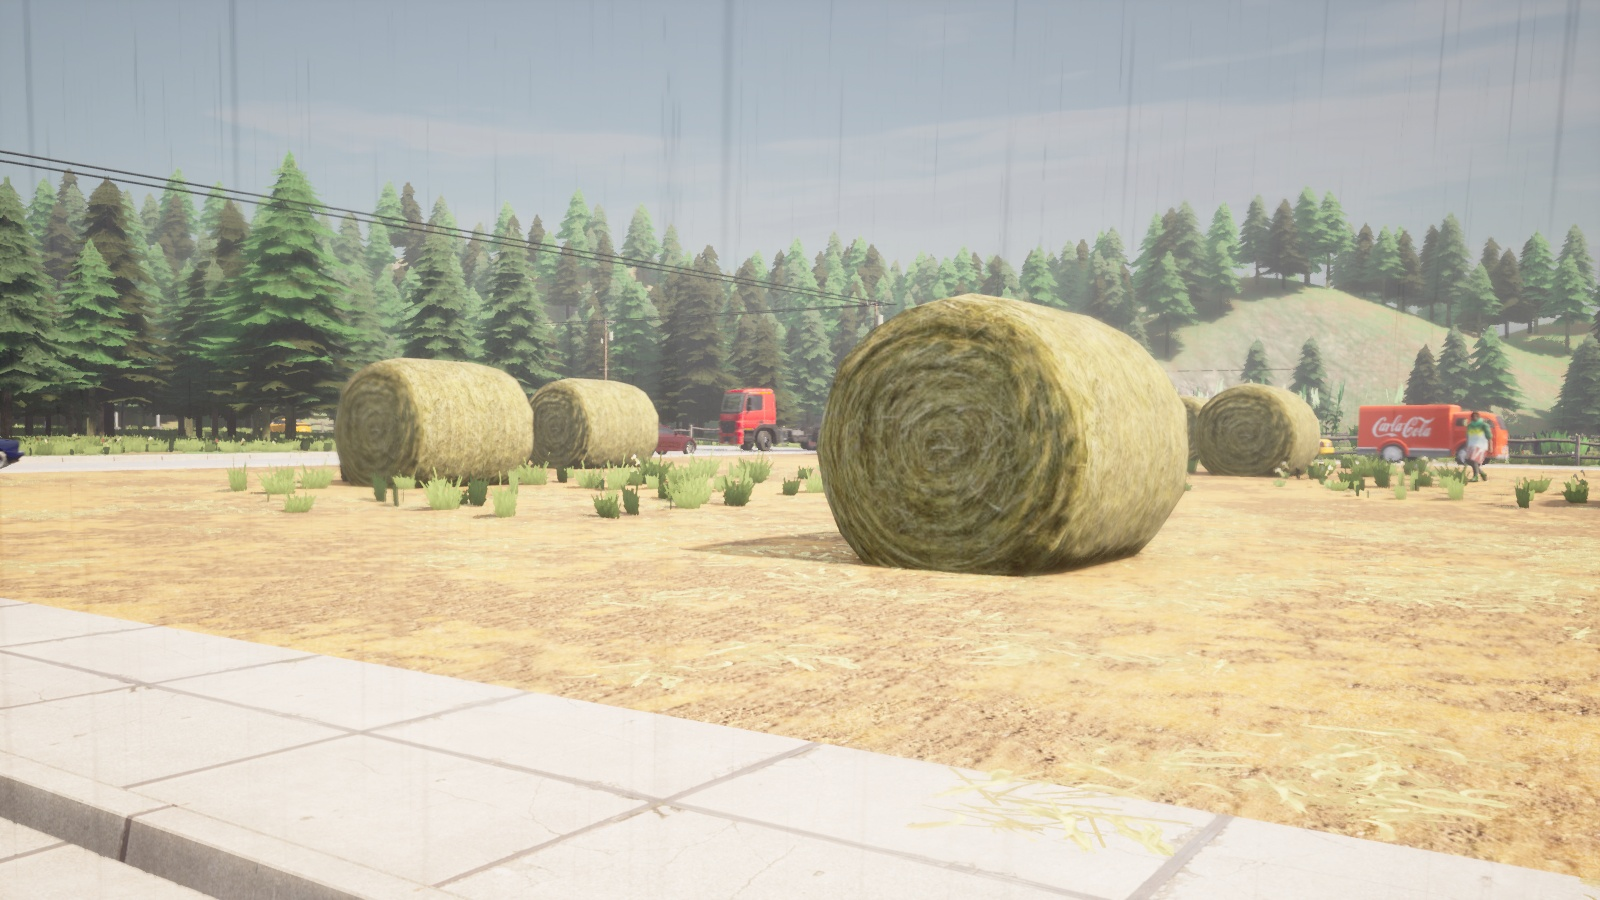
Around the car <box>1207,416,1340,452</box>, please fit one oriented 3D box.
[{"bbox_3d":[21.578,-0.714,57.329,5.366,1.575,1.801,0,2,38],"label":"car"}]

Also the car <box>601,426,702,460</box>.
[{"bbox_3d":[-6.605,-0.326,56.305,1.812,1.442,4.674,0,1,35],"label":"car"}]

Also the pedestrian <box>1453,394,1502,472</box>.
[{"bbox_3d":[17.133,-0.430,31.775,0.873,1.952,0.659,-1,1,-12],"label":"pedestrian"}]

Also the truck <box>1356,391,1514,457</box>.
[{"bbox_3d":[25.272,-1.021,50.065,5.204,2.467,2.627,0,2,38],"label":"truck"}]

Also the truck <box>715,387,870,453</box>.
[{"bbox_3d":[-0.384,-1.664,68.791,7.936,3.462,2.891,-1,1,-26],"label":"truck"}]

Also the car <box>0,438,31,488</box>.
[{"bbox_3d":[-23.001,0.382,32.671,1.895,1.301,4.718,0,1,35],"label":"car"}]
